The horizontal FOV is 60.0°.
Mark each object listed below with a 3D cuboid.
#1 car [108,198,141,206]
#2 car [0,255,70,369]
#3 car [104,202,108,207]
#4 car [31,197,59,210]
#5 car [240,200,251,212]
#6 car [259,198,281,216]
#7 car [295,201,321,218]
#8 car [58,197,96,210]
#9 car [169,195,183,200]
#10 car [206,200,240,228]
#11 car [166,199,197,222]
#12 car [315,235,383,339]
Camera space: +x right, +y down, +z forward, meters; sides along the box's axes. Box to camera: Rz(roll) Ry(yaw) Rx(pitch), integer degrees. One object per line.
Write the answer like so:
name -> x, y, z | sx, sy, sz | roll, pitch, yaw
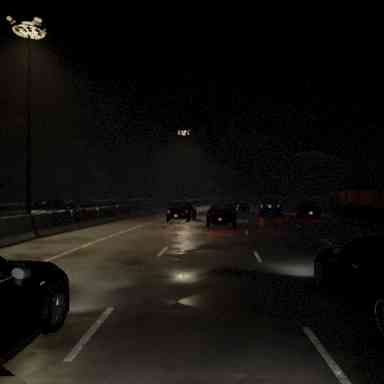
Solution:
car -> -8.155, 1.555, 42.262 | 2.128, 1.511, 4.902 | 0, 0, 16
car -> -3.213, 1.354, 3.945 | 2.097, 1.767, 4.553 | 0, 0, 2
car -> -10.561, 1.630, 46.590 | 1.994, 1.385, 4.181 | 0, 0, 17
car -> -18.726, 1.398, 43.306 | 2.097, 1.767, 4.553 | 0, 0, 15
car -> 5.886, 1.626, 39.911 | 2.033, 1.411, 5.357 | 0, 0, 16
car -> 7.768, 1.422, 33.148 | 2.097, 1.767, 4.553 | 0, 0, 13
car -> 10.953, 1.576, 31.473 | 1.837, 1.490, 4.892 | 0, 0, 13
car -> -14.881, 1.602, 44.329 | 2.033, 1.411, 5.357 | 0, 0, 15
car -> -3.835, 1.585, 81.419 | 2.128, 1.511, 4.902 | 0, 0, 28
car -> 2.114, 1.521, 22.771 | 1.882, 1.535, 5.008 | 0, 0, 9
car -> -0.785, 1.571, 26.669 | 1.812, 1.442, 4.674 | 0, 0, 10
car -> 3.866, 1.543, 6.326 | 1.812, 1.442, 4.674 | 0, 0, 2
